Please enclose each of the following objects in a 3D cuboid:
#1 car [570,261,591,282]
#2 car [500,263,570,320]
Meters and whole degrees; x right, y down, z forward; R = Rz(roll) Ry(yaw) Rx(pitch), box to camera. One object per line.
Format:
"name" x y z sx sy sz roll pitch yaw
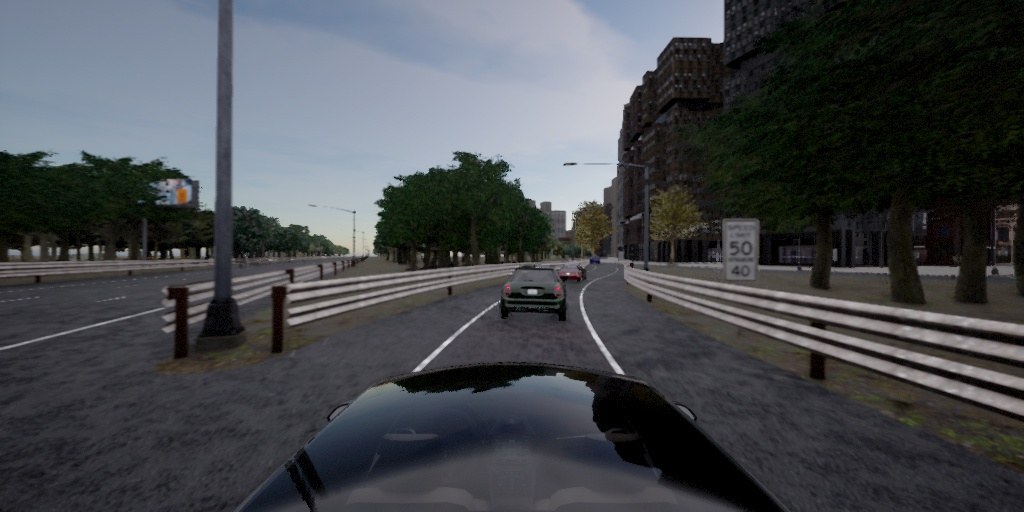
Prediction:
"car" 5.014 1.349 29.550 1.994 1.385 4.181 0 0 20
"car" 0.928 1.114 13.019 2.097 1.767 4.553 1 0 8
